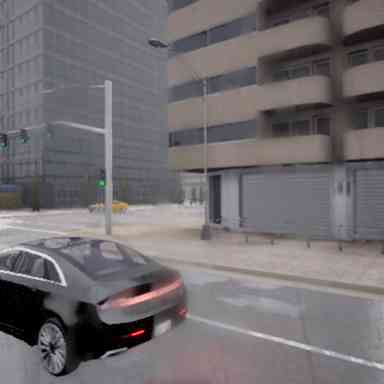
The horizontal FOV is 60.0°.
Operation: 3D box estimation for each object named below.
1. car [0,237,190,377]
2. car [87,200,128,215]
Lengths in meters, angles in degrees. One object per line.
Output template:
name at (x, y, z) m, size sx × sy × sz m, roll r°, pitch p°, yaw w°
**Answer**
car at (-2.334, 1.525, 5.625) m, size 4.902 × 1.511 × 2.128 m, roll -1°, pitch 0°, yaw 36°
car at (-9.515, 1.678, 37.867) m, size 1.882 × 1.535 × 5.008 m, roll 0°, pitch 0°, yaw 36°
